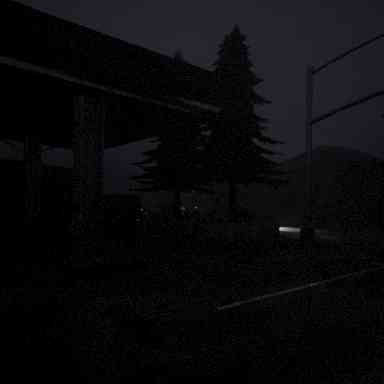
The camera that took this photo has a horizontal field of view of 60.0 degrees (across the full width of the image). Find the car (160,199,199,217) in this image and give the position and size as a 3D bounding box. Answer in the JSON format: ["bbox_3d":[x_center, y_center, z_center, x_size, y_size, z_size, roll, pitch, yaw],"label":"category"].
[{"bbox_3d":[-1.309,1.537,32.682,2.097,1.767,4.553,1,0,-36],"label":"car"}]

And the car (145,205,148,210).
[{"bbox_3d":[-7.460,1.661,41.345,2.033,1.411,5.357,1,0,-35],"label":"car"}]

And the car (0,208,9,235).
[{"bbox_3d":[-11.637,1.520,18.492,2.242,1.667,4.611,1,0,-36],"label":"car"}]

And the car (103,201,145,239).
[{"bbox_3d":[-4.505,1.445,18.311,1.905,1.878,3.866,1,0,-36],"label":"car"}]

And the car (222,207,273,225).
[{"bbox_3d":[4.112,1.813,25.044,1.994,1.385,4.181,1,0,-35],"label":"car"}]
